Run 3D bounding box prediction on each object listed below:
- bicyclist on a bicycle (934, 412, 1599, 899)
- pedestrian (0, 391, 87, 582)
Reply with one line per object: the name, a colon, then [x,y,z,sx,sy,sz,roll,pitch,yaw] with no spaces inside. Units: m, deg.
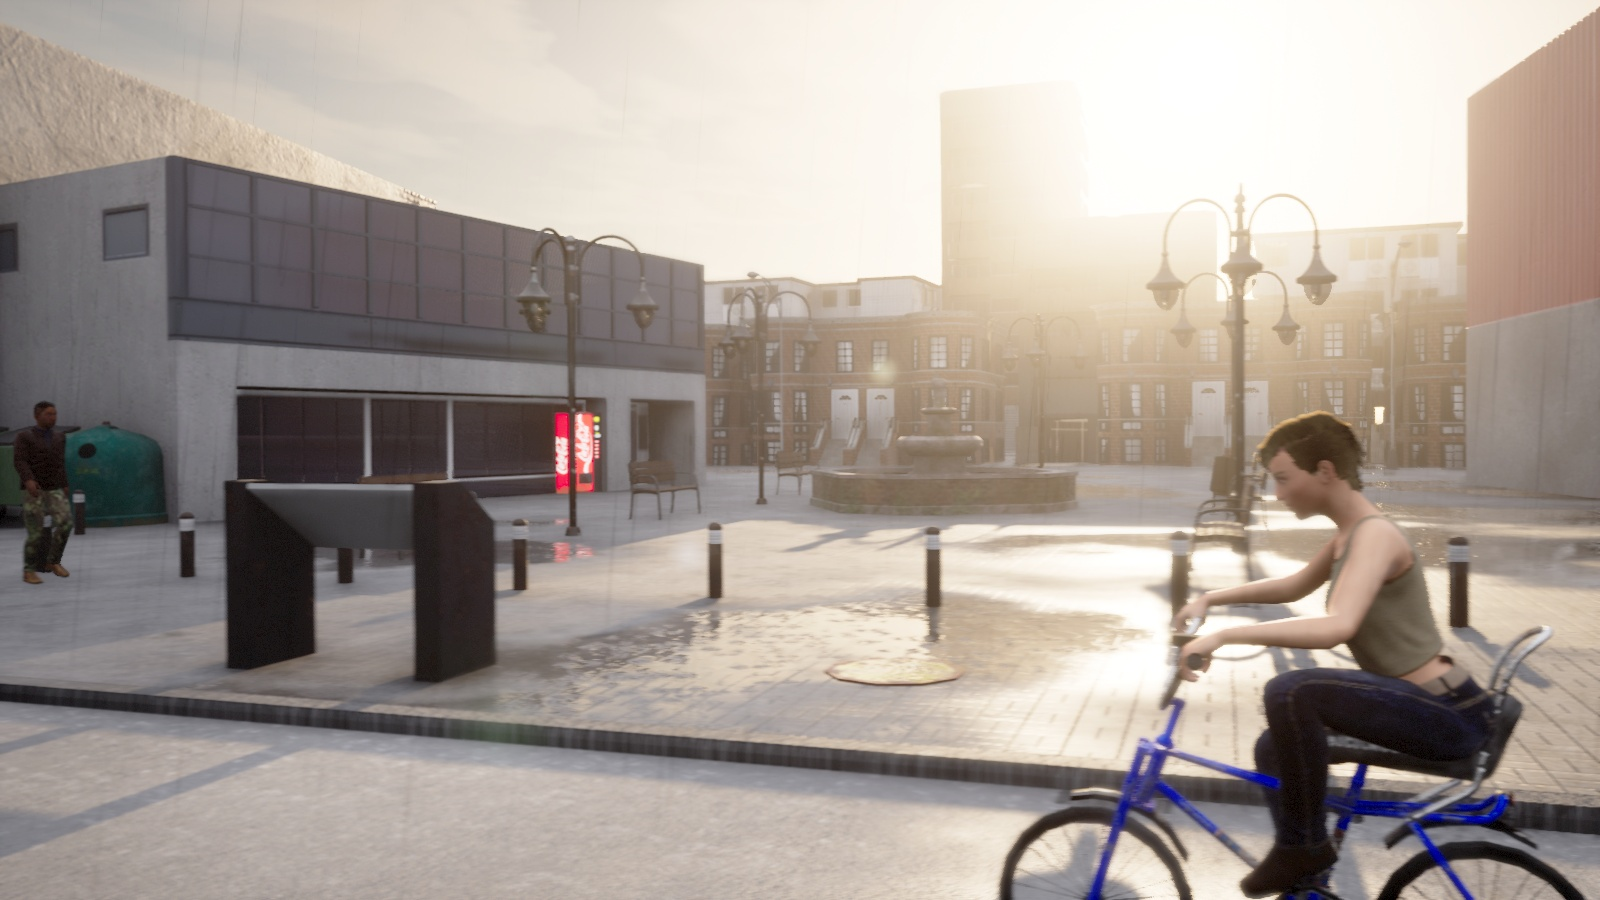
bicyclist on a bicycle: [1.190,0.716,3.315,1.509,1.612,0.866,0,1,19]
pedestrian: [-7.481,0.345,12.421,0.703,1.840,0.431,1,1,30]
